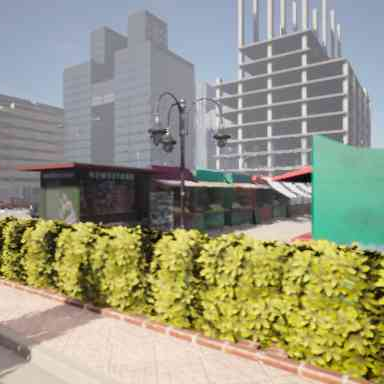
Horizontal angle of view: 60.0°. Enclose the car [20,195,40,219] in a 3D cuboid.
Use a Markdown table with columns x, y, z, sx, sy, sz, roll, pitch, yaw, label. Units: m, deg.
| x | y | z | sx | sy | sz | roll | pitch | yaw | label |
| --- | --- | --- | --- | --- | --- | --- | --- | --- | --- |
| -10.462 | 1.156 | 25.270 | 1.905 | 1.878 | 3.866 | 0 | 0 | 34 | car |
